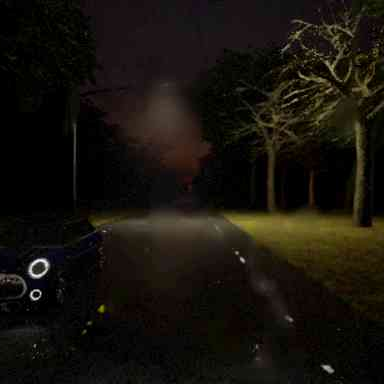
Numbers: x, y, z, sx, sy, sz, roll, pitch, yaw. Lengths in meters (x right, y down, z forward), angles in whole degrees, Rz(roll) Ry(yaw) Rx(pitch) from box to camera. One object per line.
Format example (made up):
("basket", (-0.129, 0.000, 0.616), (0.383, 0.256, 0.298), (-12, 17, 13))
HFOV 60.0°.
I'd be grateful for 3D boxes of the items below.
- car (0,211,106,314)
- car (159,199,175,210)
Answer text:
("car", (-3.610, 1.411, 8.000), (2.097, 1.767, 4.553), (0, 0, 0))
("car", (-3.648, 1.805, 49.306), (1.837, 1.490, 4.892), (0, 0, 0))
